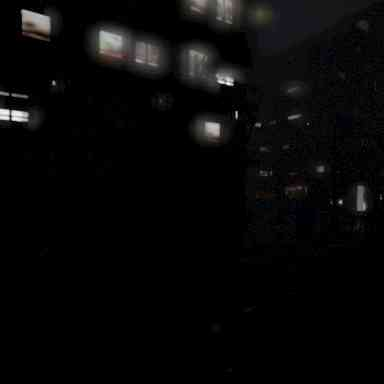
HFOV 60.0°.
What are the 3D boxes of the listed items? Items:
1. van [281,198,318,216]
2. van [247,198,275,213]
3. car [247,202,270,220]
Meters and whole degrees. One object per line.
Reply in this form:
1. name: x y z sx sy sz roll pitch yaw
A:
1. van: 11.436 1.571 35.645 1.690 1.788 3.998 -1 0 -36
2. van: 8.121 1.645 40.161 1.690 1.788 3.998 -1 0 -36
3. car: 4.697 1.852 30.728 1.802 1.307 4.206 -1 0 -36
